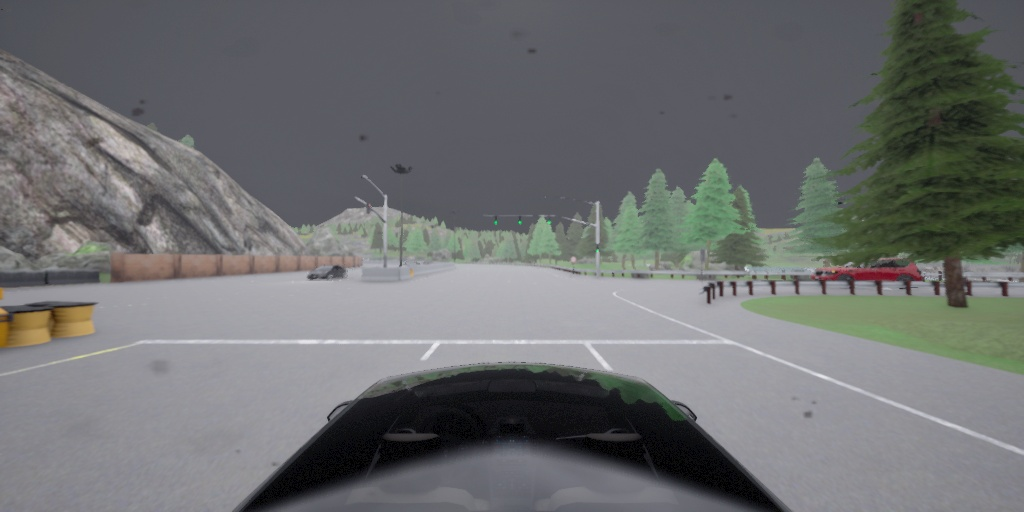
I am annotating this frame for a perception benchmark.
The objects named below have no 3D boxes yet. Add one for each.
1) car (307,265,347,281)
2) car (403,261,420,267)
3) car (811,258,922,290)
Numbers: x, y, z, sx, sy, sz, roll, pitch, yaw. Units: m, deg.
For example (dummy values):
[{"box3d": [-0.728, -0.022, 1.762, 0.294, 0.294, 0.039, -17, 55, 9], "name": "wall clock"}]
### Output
[{"box3d": [-17.513, 1.589, 34.188, 1.837, 1.490, 4.892, 0, 0, 0], "name": "car"}, {"box3d": [-17.539, 1.711, 62.611, 1.882, 1.535, 5.008, 0, 1, 0], "name": "car"}, {"box3d": [23.574, 1.144, 24.012, 5.566, 2.045, 2.150, 0, -1, 10], "name": "car"}]
